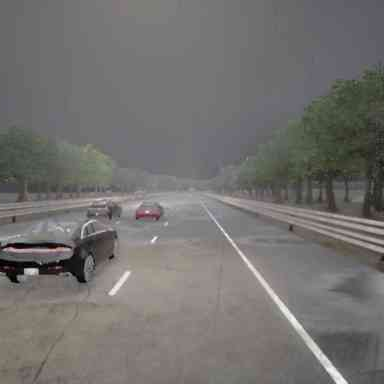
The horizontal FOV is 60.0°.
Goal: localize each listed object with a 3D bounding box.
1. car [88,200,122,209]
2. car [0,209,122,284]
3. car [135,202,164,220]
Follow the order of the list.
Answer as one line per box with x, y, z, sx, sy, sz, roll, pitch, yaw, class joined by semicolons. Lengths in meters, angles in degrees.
-6.893;1.410;26.583;2.128;1.511;4.902;0;0;0;car
-3.398;1.462;9.459;2.128;1.511;4.902;0;0;0;car
-3.393;1.480;27.284;1.994;1.385;4.181;0;0;0;car
